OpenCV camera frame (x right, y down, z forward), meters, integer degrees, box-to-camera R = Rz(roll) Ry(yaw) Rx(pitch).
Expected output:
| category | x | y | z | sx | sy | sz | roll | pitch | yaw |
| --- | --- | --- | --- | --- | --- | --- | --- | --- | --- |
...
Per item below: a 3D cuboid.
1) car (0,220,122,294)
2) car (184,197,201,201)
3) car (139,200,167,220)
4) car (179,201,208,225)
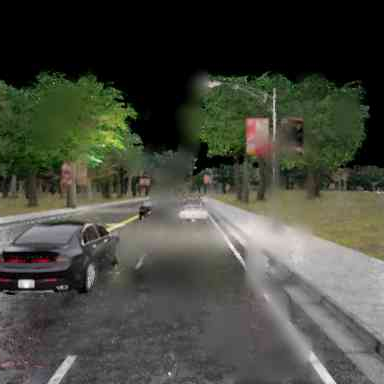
| category | x | y | z | sx | sy | sz | roll | pitch | yaw |
| --- | --- | --- | --- | --- | --- | --- | --- | --- | --- |
| car | -3.154 | 1.493 | 8.747 | 1.837 | 1.490 | 4.892 | 0 | 0 | 0 |
| car | 0.085 | 1.429 | 41.857 | 2.128 | 1.511 | 4.902 | 0 | 0 | 0 |
| car | -3.160 | 1.438 | 27.511 | 1.882 | 1.535 | 5.008 | 0 | 0 | 0 |
| car | 0.091 | 1.567 | 23.826 | 1.895 | 1.301 | 4.718 | 0 | 0 | 0 |
